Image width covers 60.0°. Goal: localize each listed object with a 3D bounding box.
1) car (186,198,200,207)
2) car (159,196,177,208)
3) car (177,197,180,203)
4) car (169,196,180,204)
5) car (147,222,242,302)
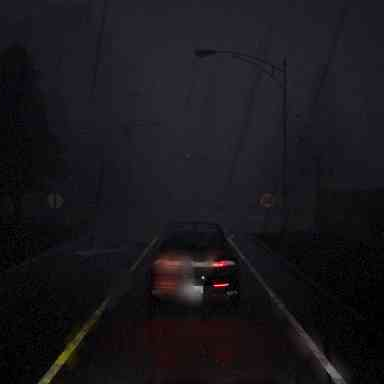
[{"bbox_3d":[0.137,1.564,50.170,1.994,1.385,4.181,0,0,0],"label":"car"},{"bbox_3d":[-3.530,1.526,46.821,1.812,1.442,4.674,0,0,0],"label":"car"},{"bbox_3d":[-3.520,1.478,56.110,1.882,1.535,5.008,0,0,0],"label":"car"},{"bbox_3d":[-3.452,1.564,66.081,1.994,1.385,4.181,0,0,1],"label":"car"},{"bbox_3d":[0.064,1.492,8.222,2.128,1.511,4.902,0,0,1],"label":"car"}]
